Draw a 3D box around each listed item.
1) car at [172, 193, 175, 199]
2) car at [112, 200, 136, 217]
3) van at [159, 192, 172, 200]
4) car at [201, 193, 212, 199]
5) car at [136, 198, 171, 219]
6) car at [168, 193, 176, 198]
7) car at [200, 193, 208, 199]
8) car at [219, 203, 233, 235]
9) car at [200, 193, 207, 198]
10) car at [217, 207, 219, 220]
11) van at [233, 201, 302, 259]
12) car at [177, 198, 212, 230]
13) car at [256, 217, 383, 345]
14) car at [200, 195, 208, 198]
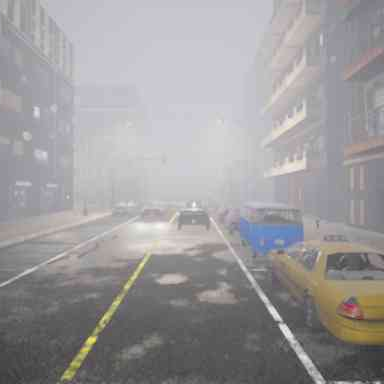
[{"bbox_3d":[-5.490,1.117,72.783,1.947,1.339,4.313,1,0,0],"label":"car"},{"bbox_3d":[-5.775,1.374,29.076,2.008,1.369,4.403,1,0,0],"label":"car"},{"bbox_3d":[-5.597,0.928,67.120,1.690,1.788,3.998,1,0,0],"label":"van"},{"bbox_3d":[2.952,1.148,65.461,2.008,1.369,4.403,1,0,0],"label":"car"},{"bbox_3d":[-3.029,1.434,27.409,1.895,1.301,4.718,0,0,1],"label":"car"},{"bbox_3d":[-5.385,1.011,89.795,1.947,1.339,4.313,1,0,0],"label":"car"},{"bbox_3d":[2.960,1.031,84.048,2.008,1.369,4.403,1,0,0],"label":"car"},{"bbox_3d":[2.665,1.475,17.669,1.802,1.307,4.206,1,0,0],"label":"car"},{"bbox_3d":[2.995,1.027,89.719,1.802,1.307,4.206,1,0,0],"label":"car"},{"bbox_3d":[2.663,1.441,23.339,1.802,1.307,4.206,1,0,0],"label":"car"},{"bbox_3d":[2.670,1.269,11.996,1.690,1.788,3.998,1,0,0],"label":"van"},{"bbox_3d":[0.095,1.369,20.230,2.128,1.511,4.902,0,0,0],"label":"car"},{"bbox_3d":[2.668,1.486,6.497,1.752,1.417,4.829,1,0,0],"label":"car"},{"bbox_3d":[0.413,1.343,36.246,1.994,1.385,4.181,0,0,5],"label":"car"}]
